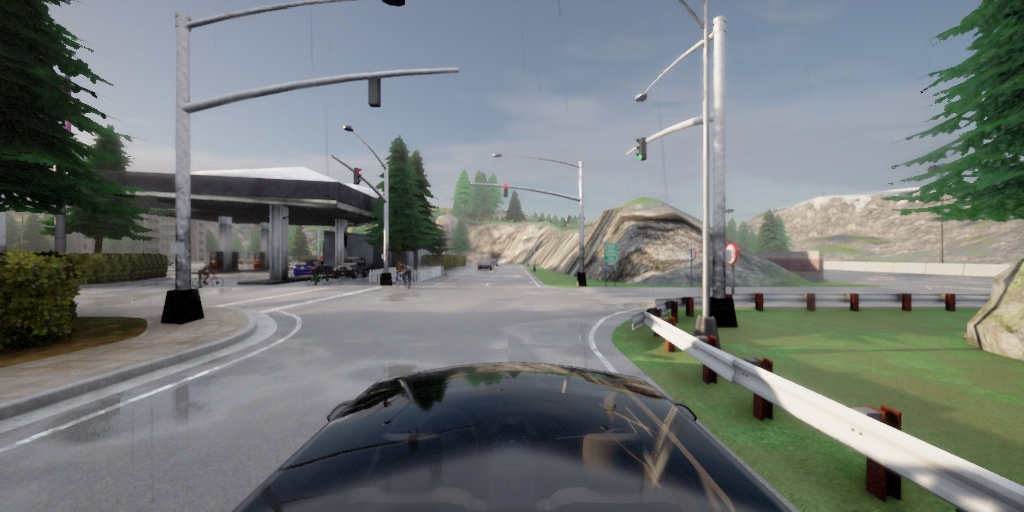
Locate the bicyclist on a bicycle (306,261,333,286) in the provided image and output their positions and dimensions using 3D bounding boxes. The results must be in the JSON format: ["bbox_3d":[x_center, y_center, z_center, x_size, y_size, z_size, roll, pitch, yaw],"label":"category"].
[{"bbox_3d":[-13.084,1.191,24.373,1.656,1.620,0.582,0,0,-40],"label":"bicyclist on a bicycle"}]

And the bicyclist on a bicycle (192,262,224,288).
[{"bbox_3d":[-18.539,1.179,21.907,1.656,1.620,0.582,0,-1,-15],"label":"bicyclist on a bicycle"}]

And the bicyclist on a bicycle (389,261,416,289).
[{"bbox_3d":[-6.289,1.104,20.588,1.656,1.620,0.582,0,-1,12],"label":"bicyclist on a bicycle"}]

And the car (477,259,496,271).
[{"bbox_3d":[-3.558,1.202,48.099,1.882,1.535,5.008,0,0,0],"label":"car"}]
